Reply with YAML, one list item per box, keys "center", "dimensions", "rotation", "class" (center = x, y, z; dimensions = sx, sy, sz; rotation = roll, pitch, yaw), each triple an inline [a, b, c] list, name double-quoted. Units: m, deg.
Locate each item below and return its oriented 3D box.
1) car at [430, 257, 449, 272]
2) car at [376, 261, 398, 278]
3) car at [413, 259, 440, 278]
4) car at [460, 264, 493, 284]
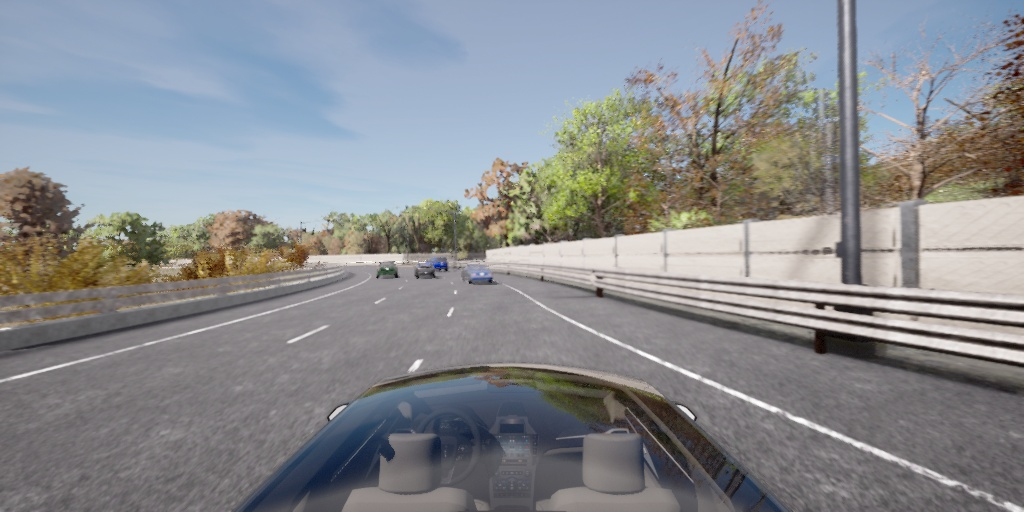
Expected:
- center: [-10.431, 1.170, 49.784]
  dimensions: [2.150, 2.045, 5.566]
  rotation: [-1, 0, -26]
  class: "car"
- center: [-13.279, 1.341, 38.093]
  dimensions: [2.097, 1.767, 4.553]
  rotation: [-1, 0, -20]
  class: "car"
- center: [-8.945, 1.407, 36.483]
  dimensions: [2.128, 1.511, 4.902]
  rotation: [-1, 0, -19]
  class: "car"
- center: [-2.824, 1.357, 27.972]
  dimensions: [2.033, 1.411, 5.357]
  rotation: [-1, 0, -16]
  class: "car"
